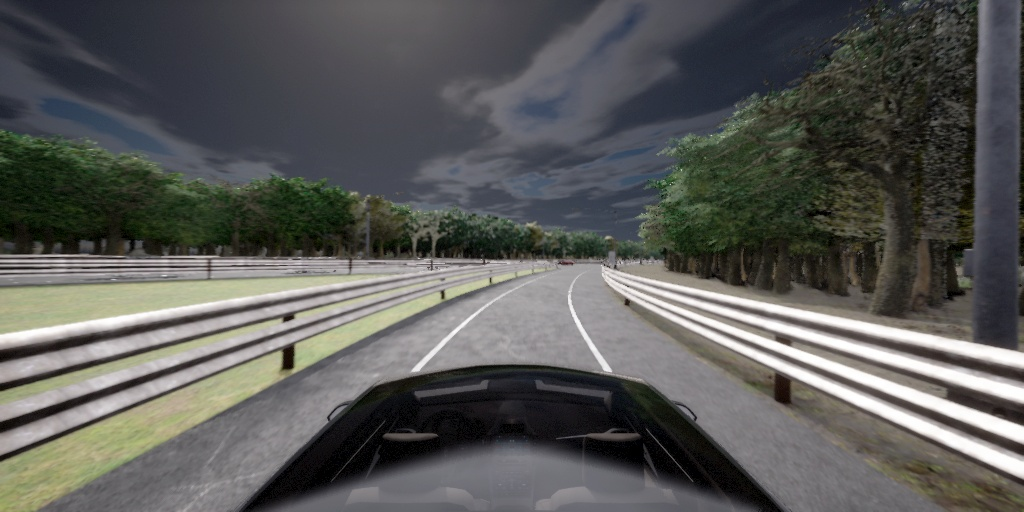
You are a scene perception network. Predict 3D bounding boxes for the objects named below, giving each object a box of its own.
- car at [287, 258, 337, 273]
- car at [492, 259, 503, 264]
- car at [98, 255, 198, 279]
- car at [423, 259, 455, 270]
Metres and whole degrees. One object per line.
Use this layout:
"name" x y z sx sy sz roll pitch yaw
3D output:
"car" -19.347 0.916 35.006 1.812 1.442 4.674 1 0 32
"car" -1.740 1.337 63.599 1.812 1.442 4.674 1 0 32
"car" -25.350 0.701 25.257 1.882 1.535 5.008 1 0 32
"car" -10.104 1.153 50.017 2.033 1.411 5.357 1 0 32
